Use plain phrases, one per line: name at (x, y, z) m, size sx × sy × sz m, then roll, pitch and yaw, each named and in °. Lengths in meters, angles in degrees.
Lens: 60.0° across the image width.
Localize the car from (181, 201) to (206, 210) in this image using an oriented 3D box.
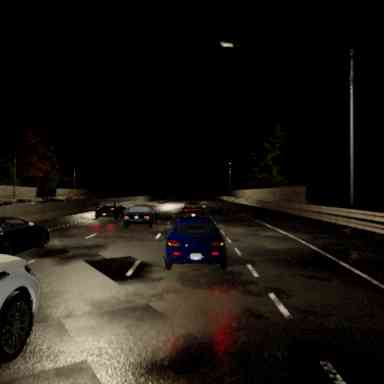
car at (0.106, 1.583, 28.650) m, size 1.837 × 1.490 × 4.892 m, roll 0°, pitch 0°, yaw 0°

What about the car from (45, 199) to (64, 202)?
car at (-17.574, 1.631, 42.173) m, size 1.837 × 1.490 × 4.892 m, roll 0°, pitch -1°, yaw 0°

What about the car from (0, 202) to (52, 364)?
car at (-3.400, 1.228, 2.718) m, size 2.150 × 2.045 × 5.566 m, roll 0°, pitch 0°, yaw 0°

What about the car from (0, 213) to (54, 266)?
car at (-6.897, 1.594, 12.133) m, size 1.994 × 1.385 × 4.181 m, roll 0°, pitch 0°, yaw 0°

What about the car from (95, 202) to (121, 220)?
car at (-6.894, 1.570, 28.581) m, size 2.128 × 1.511 × 4.902 m, roll 0°, pitch 0°, yaw 0°

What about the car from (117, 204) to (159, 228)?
car at (-3.394, 1.608, 22.886) m, size 2.033 × 1.411 × 5.357 m, roll 0°, pitch 0°, yaw 0°

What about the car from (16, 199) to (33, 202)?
car at (-21.075, 1.648, 41.503) m, size 1.812 × 1.442 × 4.674 m, roll 0°, pitch 0°, yaw 0°

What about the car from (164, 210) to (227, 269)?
car at (0.102, 1.553, 11.139) m, size 1.812 × 1.442 × 4.674 m, roll 0°, pitch 0°, yaw 0°
